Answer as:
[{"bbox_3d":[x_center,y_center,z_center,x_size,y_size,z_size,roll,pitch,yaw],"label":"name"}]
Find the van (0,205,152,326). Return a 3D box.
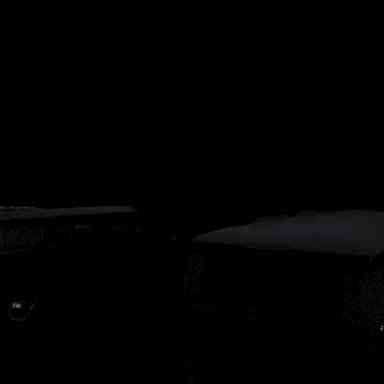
[{"bbox_3d":[-2.752,1.329,7.367,1.878,1.987,4.442,-1,0,35],"label":"van"}]

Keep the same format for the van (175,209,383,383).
[{"bbox_3d":[1.739,1.264,4.171,1.878,1.987,4.442,-1,0,35],"label":"van"}]
